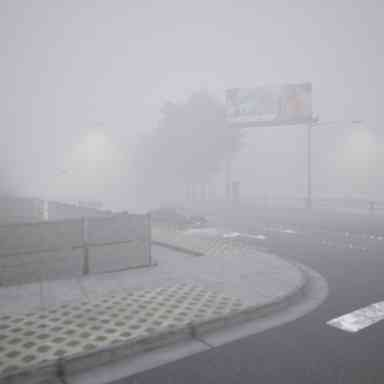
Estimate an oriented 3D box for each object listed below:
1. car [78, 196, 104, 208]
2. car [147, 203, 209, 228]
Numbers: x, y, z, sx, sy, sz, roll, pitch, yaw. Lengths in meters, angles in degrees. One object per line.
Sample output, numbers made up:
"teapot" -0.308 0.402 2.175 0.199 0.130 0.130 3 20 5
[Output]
"car" -11.699 1.188 38.355 1.895 1.301 4.718 0 1 -32
"car" -1.109 1.436 22.053 2.033 1.411 5.357 0 1 -34
